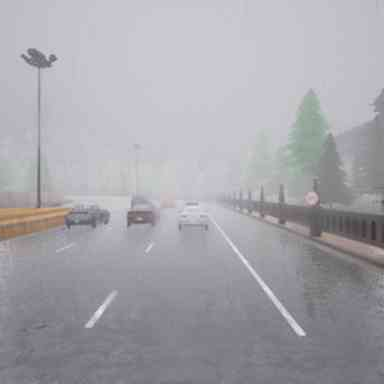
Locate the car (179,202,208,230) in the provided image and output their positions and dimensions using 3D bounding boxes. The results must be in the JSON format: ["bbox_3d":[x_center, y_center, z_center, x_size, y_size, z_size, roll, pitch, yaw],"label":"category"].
[{"bbox_3d":[0.086,1.625,22.035,1.812,1.442,4.674,0,0,0],"label":"car"}]

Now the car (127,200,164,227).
[{"bbox_3d":[-3.401,1.586,24.022,1.882,1.535,5.008,0,0,0],"label":"car"}]

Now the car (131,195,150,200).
[{"bbox_3d":[-6.974,1.427,45.347,2.150,2.045,5.566,0,0,0],"label":"car"}]

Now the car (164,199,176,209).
[{"bbox_3d":[-3.441,1.698,49.212,1.882,1.535,5.008,0,0,0],"label":"car"}]

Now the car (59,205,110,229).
[{"bbox_3d":[-6.900,1.593,22.409,2.128,1.511,4.902,0,0,0],"label":"car"}]

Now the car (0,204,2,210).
[{"bbox_3d":[-14.079,1.663,22.023,1.994,1.385,4.181,0,0,0],"label":"car"}]

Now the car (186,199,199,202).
[{"bbox_3d":[0.043,1.737,47.145,1.812,1.442,4.674,0,0,1],"label":"car"}]
